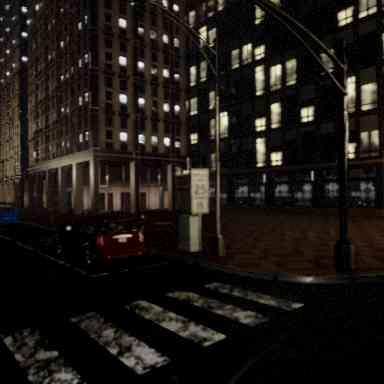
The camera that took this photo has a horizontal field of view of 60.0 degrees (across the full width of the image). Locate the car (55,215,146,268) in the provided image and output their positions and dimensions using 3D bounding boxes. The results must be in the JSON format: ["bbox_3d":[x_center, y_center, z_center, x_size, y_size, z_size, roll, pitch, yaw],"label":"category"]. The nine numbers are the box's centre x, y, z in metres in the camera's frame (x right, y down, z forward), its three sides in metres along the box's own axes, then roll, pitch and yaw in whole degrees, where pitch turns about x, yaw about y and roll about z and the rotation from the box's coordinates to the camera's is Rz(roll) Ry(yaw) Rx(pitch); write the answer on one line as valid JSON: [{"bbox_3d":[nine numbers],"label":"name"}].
[{"bbox_3d":[-3.395,1.537,11.834,1.967,1.590,4.097,0,-1,-40],"label":"car"}]

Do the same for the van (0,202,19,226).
[{"bbox_3d":[-14.234,1.644,24.860,1.690,1.788,3.998,0,-1,-40],"label":"van"}]
